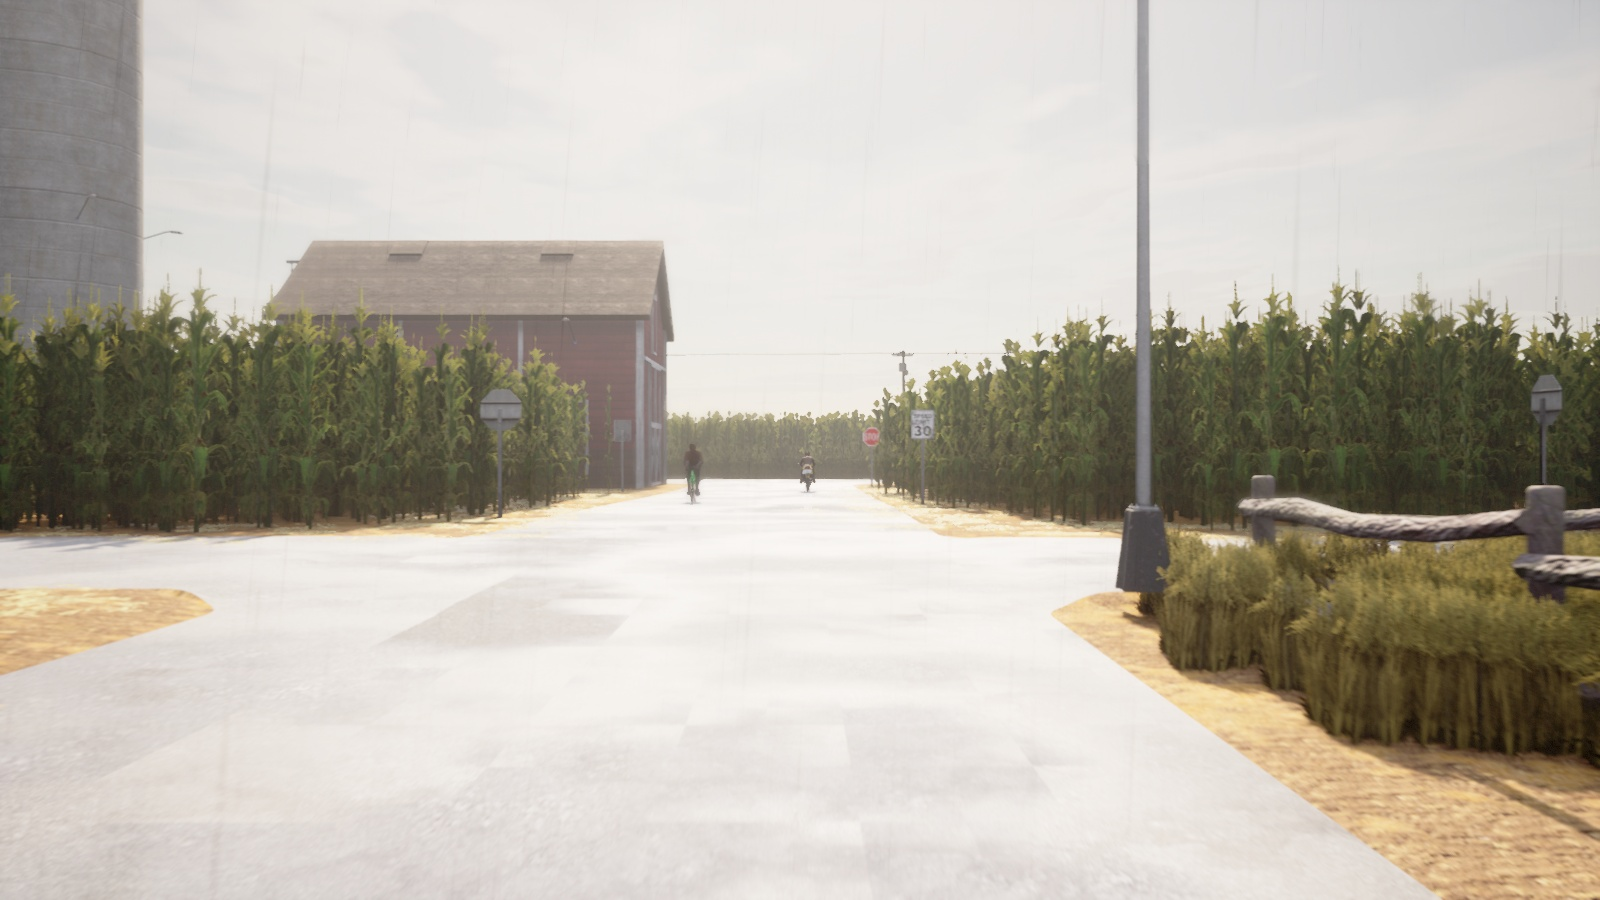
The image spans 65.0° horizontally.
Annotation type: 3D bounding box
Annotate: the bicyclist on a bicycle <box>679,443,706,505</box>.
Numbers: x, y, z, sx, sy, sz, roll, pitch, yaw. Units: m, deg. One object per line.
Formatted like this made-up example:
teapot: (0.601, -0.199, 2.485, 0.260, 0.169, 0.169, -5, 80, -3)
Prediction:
bicyclist on a bicycle: (-2.893, 0.639, 33.815, 0.582, 1.620, 1.656, 0, -1, 0)

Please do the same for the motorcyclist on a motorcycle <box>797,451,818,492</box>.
motorcyclist on a motorcycle: (0.285, 0.814, 47.473, 0.797, 1.523, 2.044, 0, 0, 0)
